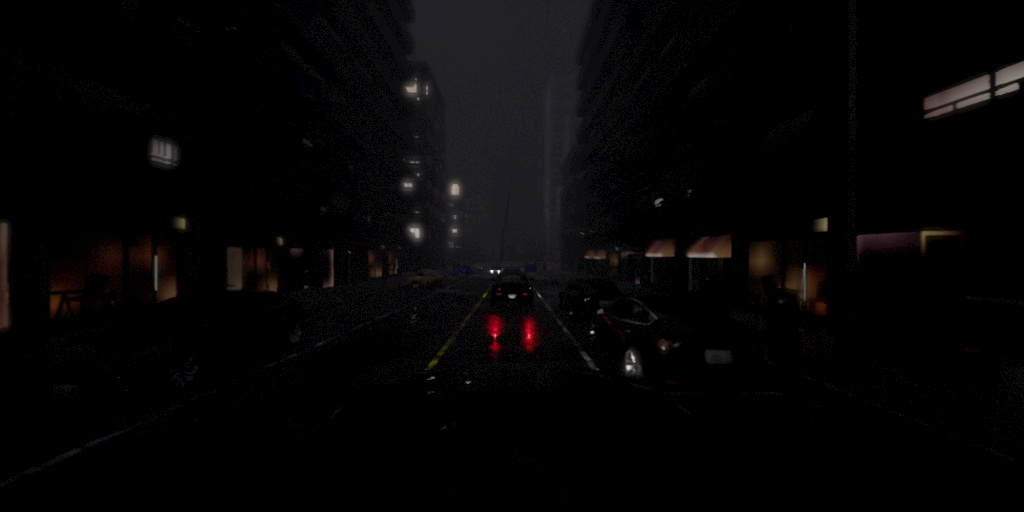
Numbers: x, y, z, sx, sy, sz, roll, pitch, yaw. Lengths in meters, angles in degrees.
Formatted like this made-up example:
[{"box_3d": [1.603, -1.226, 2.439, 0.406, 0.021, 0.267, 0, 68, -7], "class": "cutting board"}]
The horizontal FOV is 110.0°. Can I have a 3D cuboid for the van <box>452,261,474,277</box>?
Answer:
[{"box_3d": [-5.686, 1.456, 40.729, 1.690, 1.789, 3.998, 0, 0, 0], "class": "van"}]

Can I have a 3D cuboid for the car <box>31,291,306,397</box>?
[{"box_3d": [-5.690, 1.362, 6.747, 1.948, 1.339, 4.313, 0, 0, 0], "class": "car"}]

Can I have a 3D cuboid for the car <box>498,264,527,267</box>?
[{"box_3d": [0.008, 1.589, 31.137, 1.994, 1.385, 4.181, 0, 0, 0], "class": "car"}]

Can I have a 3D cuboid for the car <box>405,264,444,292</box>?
[{"box_3d": [-5.688, 1.480, 23.567, 1.751, 1.417, 4.829, 0, 0, 0], "class": "car"}]

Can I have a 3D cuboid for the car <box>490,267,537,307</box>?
[{"box_3d": [0.007, 1.410, 16.216, 1.812, 1.442, 4.674, 0, 0, 0], "class": "car"}]

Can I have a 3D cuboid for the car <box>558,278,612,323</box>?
[{"box_3d": [2.691, 1.414, 12.376, 1.948, 1.339, 4.313, 0, 0, 0], "class": "car"}]

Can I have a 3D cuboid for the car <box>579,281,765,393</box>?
[{"box_3d": [2.690, 1.362, 6.712, 1.948, 1.339, 4.313, 0, 0, 0], "class": "car"}]

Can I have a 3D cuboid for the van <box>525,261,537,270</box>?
[{"box_3d": [2.696, 1.564, 52.019, 1.690, 1.789, 3.998, 0, 0, 0], "class": "van"}]

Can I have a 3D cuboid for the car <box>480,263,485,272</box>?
[{"box_3d": [-5.684, 1.803, 57.549, 1.751, 1.417, 4.829, 0, 0, 0], "class": "car"}]

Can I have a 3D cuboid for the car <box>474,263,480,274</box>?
[{"box_3d": [-5.685, 1.720, 46.392, 2.007, 1.370, 4.403, 0, 0, 0], "class": "car"}]
